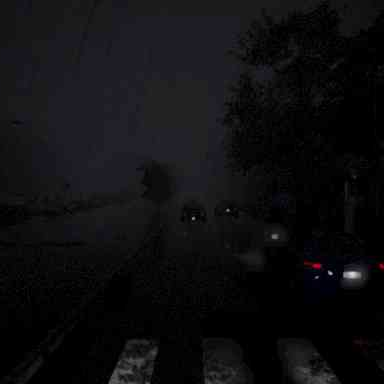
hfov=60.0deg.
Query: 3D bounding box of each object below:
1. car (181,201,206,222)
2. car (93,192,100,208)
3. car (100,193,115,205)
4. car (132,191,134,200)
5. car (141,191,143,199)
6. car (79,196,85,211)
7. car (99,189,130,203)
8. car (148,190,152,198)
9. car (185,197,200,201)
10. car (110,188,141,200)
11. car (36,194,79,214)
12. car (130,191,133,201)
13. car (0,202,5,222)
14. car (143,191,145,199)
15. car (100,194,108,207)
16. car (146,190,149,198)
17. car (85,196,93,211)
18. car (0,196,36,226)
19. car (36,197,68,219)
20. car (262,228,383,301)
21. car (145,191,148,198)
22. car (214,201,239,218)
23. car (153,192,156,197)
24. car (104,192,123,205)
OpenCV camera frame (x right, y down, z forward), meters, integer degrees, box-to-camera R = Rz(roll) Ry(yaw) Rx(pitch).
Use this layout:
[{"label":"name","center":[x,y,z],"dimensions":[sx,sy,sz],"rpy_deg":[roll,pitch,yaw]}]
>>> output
[{"label":"car","center":[0.105,1.616,26.173],"dimensions":[1.895,1.301,4.718],"rpy_deg":[0,0,0]},{"label":"car","center":[-13.847,1.267,40.241],"dimensions":[4.553,1.767,2.185],"rpy_deg":[-1,0,-20]},{"label":"car","center":[-13.803,1.316,46.253],"dimensions":[5.008,1.535,2.097],"rpy_deg":[-1,1,-20]},{"label":"car","center":[-13.971,1.118,61.190],"dimensions":[5.366,1.575,1.946],"rpy_deg":[-1,1,-20]},{"label":"car","center":[-13.758,0.872,73.266],"dimensions":[4.553,1.767,2.185],"rpy_deg":[-1,1,-20]},{"label":"car","center":[-13.846,1.483,34.229],"dimensions":[4.792,1.488,2.163],"rpy_deg":[-1,1,-20]},{"label":"car","center":[-13.782,0.941,55.269],"dimensions":[5.566,2.045,2.435],"rpy_deg":[-1,1,-20]},{"label":"car","center":[-13.804,0.663,85.248],"dimensions":[5.566,2.045,2.435],"rpy_deg":[-1,1,-20]},{"label":"car","center":[0.109,1.398,42.789],"dimensions":[1.812,1.442,4.674],"rpy_deg":[0,1,0]},{"label":"car","center":[-13.820,0.802,67.238],"dimensions":[5.566,2.045,2.435],"rpy_deg":[-1,1,-20]},{"label":"car","center":[-13.852,1.227,31.228],"dimensions":[5.566,2.045,2.435],"rpy_deg":[-1,1,-20]},{"label":"car","center":[-13.626,1.147,58.324],"dimensions":[5.366,1.575,1.946],"rpy_deg":[-1,1,-20]},{"label":"car","center":[-13.838,1.560,19.228],"dimensions":[4.674,1.452,2.002],"rpy_deg":[-1,0,-20]},{"label":"car","center":[-13.818,0.849,76.251],"dimensions":[4.553,1.767,2.185],"rpy_deg":[-1,0,-20]},{"label":"car","center":[-13.815,1.396,43.253],"dimensions":[4.674,1.452,2.002],"rpy_deg":[-1,0,-20]},{"label":"car","center":[-13.805,0.962,82.247],"dimensions":[4.792,1.488,2.163],"rpy_deg":[-1,1,-20]},{"label":"car","center":[-13.820,1.469,37.254],"dimensions":[4.674,1.452,2.002],"rpy_deg":[-1,0,-20]},{"label":"car","center":[-13.808,1.269,22.247],"dimensions":[5.566,2.045,2.435],"rpy_deg":[-1,0,-20]},{"label":"car","center":[-13.654,1.490,28.302],"dimensions":[5.366,1.575,1.946],"rpy_deg":[-1,0,-20]},{"label":"car","center":[3.102,1.583,8.441],"dimensions":[1.994,1.385,4.181],"rpy_deg":[0,0,0]},{"label":"car","center":[-13.789,0.954,79.262],"dimensions":[4.892,1.521,2.231],"rpy_deg":[-1,0,-20]},{"label":"car","center":[3.106,1.557,30.755],"dimensions":[1.994,1.385,4.181],"rpy_deg":[0,0,0]},{"label":"car","center":[-13.774,0.609,94.262],"dimensions":[5.566,2.045,2.435],"rpy_deg":[-1,1,-20]},{"label":"car","center":[-13.779,1.261,52.269],"dimensions":[4.792,1.488,2.163],"rpy_deg":[-1,1,-20]}]
